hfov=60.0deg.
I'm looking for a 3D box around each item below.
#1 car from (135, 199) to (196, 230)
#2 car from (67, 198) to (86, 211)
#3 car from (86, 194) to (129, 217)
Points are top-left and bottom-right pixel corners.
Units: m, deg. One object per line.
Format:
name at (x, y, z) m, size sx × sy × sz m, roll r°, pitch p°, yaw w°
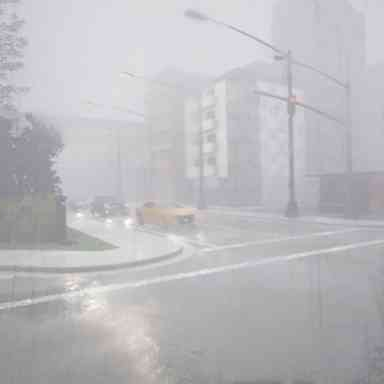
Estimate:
car at (-1.632, 1.192, 19.262) m, size 1.882 × 1.535 × 5.008 m, roll -2°, pitch 1°, yaw -32°
car at (-12.181, 1.304, 36.089) m, size 1.895 × 1.301 × 4.718 m, roll -2°, pitch 1°, yaw -32°
car at (-6.895, 1.061, 27.630) m, size 2.097 × 1.767 × 4.553 m, roll -2°, pitch 1°, yaw -32°
